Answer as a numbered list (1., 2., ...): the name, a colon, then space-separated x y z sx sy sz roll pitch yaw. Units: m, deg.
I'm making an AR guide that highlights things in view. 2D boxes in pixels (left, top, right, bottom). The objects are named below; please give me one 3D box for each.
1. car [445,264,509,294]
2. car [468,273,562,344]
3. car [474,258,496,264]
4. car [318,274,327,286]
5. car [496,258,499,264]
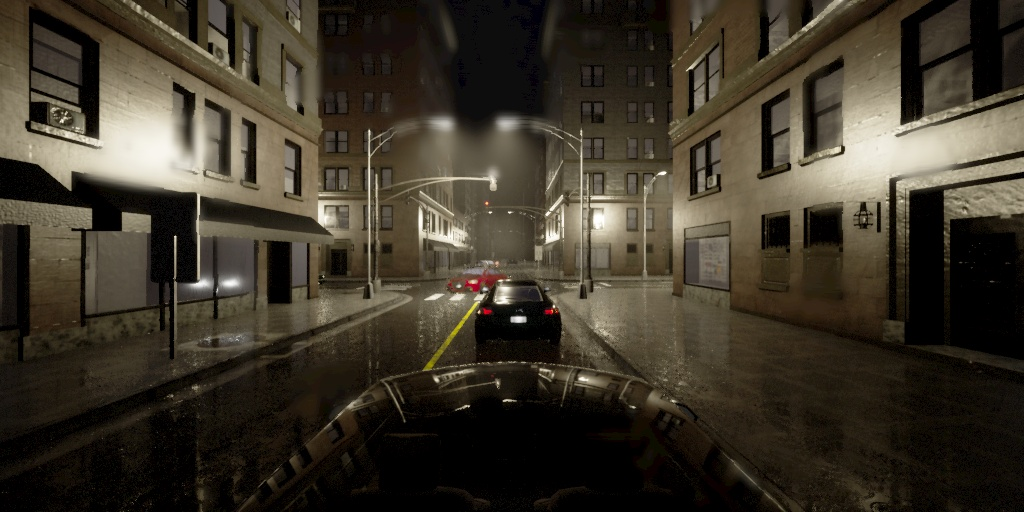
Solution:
1. car: -1.804 1.313 19.591 1.994 1.385 4.181 0 0 26
2. car: 0.117 1.314 9.592 1.994 1.385 4.181 0 0 -1
3. car: -3.083 1.240 36.420 2.128 1.511 4.902 0 0 0
4. car: -14.079 1.387 21.971 4.718 1.301 1.895 0 0 0
5. car: -3.083 1.293 46.234 2.033 1.411 5.357 0 0 0
